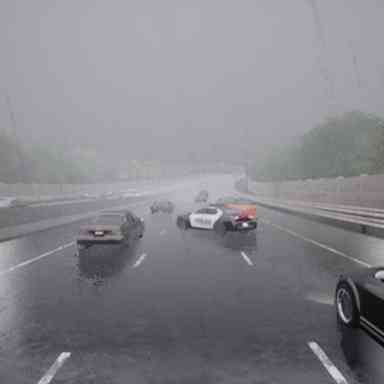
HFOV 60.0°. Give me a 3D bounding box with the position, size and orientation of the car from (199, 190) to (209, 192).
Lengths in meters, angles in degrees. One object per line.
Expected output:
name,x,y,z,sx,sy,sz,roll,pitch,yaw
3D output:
car,2.909,0.436,80.921,2.150,2.045,5.566,0,1,4

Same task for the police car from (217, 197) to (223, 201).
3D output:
police car,4.144,1.372,36.955,2.038,1.542,4.974,0,0,2

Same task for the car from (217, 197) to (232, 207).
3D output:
car,4.557,1.367,47.868,1.895,1.301,4.718,0,1,2

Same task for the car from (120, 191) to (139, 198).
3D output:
car,-12.060,0.751,66.167,2.150,2.045,5.566,0,1,4

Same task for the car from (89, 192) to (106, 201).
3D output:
car,-19.020,0.825,66.864,2.097,1.767,4.553,0,1,3

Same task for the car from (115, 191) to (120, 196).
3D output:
car,-15.230,0.390,71.628,2.097,1.767,4.553,0,1,4

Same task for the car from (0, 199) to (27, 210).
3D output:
car,-17.134,1.411,30.945,1.812,1.442,4.674,0,0,2

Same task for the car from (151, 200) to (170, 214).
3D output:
car,-2.869,1.486,33.170,1.895,1.301,4.718,0,0,2

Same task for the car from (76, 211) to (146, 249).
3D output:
car,-3.282,1.507,14.408,2.033,1.411,5.357,0,0,1

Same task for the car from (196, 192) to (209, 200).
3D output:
car,1.725,1.159,61.141,1.994,1.385,4.181,0,1,4

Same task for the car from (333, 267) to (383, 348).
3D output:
car,3.513,1.549,4.279,1.994,1.385,4.181,0,0,0

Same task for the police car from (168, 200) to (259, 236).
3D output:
police car,1.094,1.457,18.306,2.038,1.542,4.974,0,0,-40

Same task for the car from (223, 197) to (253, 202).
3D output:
car,3.831,1.284,26.036,2.097,1.767,4.553,0,0,1
